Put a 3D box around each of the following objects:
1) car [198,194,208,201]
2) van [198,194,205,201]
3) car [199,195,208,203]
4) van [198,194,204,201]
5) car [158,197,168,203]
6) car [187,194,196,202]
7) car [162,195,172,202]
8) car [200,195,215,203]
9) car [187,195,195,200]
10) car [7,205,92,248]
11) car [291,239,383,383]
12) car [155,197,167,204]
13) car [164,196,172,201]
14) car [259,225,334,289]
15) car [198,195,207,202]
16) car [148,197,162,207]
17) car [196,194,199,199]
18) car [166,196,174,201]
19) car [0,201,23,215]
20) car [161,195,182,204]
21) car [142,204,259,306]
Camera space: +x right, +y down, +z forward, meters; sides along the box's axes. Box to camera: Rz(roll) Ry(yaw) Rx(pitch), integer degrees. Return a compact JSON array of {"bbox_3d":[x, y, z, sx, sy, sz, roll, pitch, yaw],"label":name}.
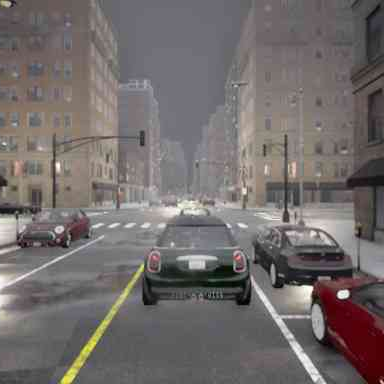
[{"bbox_3d":[2.608,1.573,64.069,1.752,1.417,4.829,0,0,0],"label":"car"},{"bbox_3d":[2.461,1.452,85.928,1.690,1.788,3.998,0,0,0],"label":"van"},{"bbox_3d":[2.535,1.515,74.913,1.967,1.590,4.097,0,0,0],"label":"car"},{"bbox_3d":[2.424,1.473,91.434,1.690,1.788,3.998,0,0,0],"label":"van"},{"bbox_3d":[-5.954,1.642,69.354,1.802,1.307,4.206,0,0,0],"label":"car"},{"bbox_3d":[-0.173,1.679,80.388,1.895,1.301,4.718,0,0,0],"label":"car"},{"bbox_3d":[-6.027,1.532,80.371,1.967,1.590,4.097,0,0,0],"label":"car"},{"bbox_3d":[2.684,1.572,52.885,1.887,1.381,4.507,0,0,0],"label":"car"},{"bbox_3d":[-0.241,1.512,90.364,1.994,1.385,4.181,0,0,0],"label":"car"},{"bbox_3d":[-5.811,1.440,14.469,1.967,1.590,4.097,0,0,0],"label":"car"},{"bbox_3d":[2.685,1.544,3.466,1.887,1.381,4.507,0,0,0],"label":"car"},{"bbox_3d":[-5.916,1.592,63.847,1.887,1.381,4.507,0,0,0],"label":"car"},{"bbox_3d":[-6.065,1.692,85.878,1.802,1.307,4.206,0,0,0],"label":"car"},{"bbox_3d":[2.699,1.550,8.958,2.008,1.369,4.403,0,0,0],"label":"car"},{"bbox_3d":[2.498,1.532,80.419,1.967,1.590,4.097,0,0,0],"label":"car"},{"bbox_3d":[-5.841,1.577,52.831,2.008,1.369,4.403,0,0,0],"label":"car"},{"bbox_3d":[2.573,1.375,69.406,2.192,1.841,5.009,0,0,0],"label":"car"},{"bbox_3d":[-6.103,1.697,91.386,1.947,1.339,4.313,0,0,0],"label":"car"},{"bbox_3d":[-16.309,1.521,30.508,4.718,1.301,1.895,0,0,0],"label":"car"},{"bbox_3d":[-3.062,1.571,50.504,2.033,1.411,5.357,0,0,-1],"label":"car"},{"bbox_3d":[0.072,1.352,8.195,2.097,1.767,4.553,0,0,-1],"label":"car"}]
